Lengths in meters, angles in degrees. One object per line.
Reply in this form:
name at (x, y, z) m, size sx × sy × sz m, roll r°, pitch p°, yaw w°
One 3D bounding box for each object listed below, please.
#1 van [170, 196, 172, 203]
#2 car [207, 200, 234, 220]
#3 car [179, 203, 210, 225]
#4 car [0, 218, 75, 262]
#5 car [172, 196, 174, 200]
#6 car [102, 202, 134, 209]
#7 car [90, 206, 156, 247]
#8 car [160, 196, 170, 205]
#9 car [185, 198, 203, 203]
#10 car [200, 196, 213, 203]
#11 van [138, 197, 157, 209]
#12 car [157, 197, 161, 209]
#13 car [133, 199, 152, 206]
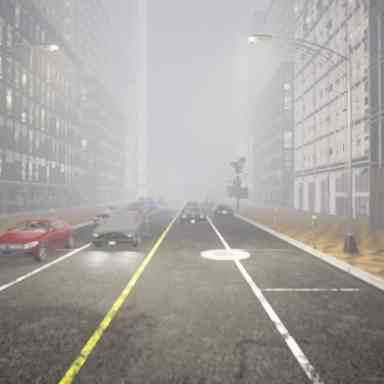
van at (-5.774, 1.628, 69.283) m, size 1.690 × 1.788 × 3.998 m, roll 0°, pitch 0°, yaw 0°
car at (2.656, 1.695, 29.434) m, size 1.947 × 1.339 × 4.313 m, roll 0°, pitch 0°, yaw 0°
car at (0.069, 1.710, 24.763) m, size 1.895 × 1.301 × 4.718 m, roll 0°, pitch 0°, yaw 0°
car at (-5.702, 1.638, 12.358) m, size 1.802 × 1.307 × 4.206 m, roll 0°, pitch 0°, yaw 0°
car at (-5.782, 1.874, 74.974) m, size 1.947 × 1.339 × 4.313 m, roll 0°, pitch 0°, yaw 0°
car at (-5.717, 1.656, 23.744) m, size 2.008 × 1.369 × 4.403 m, roll 0°, pitch 0°, yaw 0°
car at (-3.118, 1.618, 15.639) m, size 2.033 × 1.411 × 5.357 m, roll 0°, pitch 0°, yaw 0°
car at (-5.767, 1.706, 63.589) m, size 1.967 × 1.590 × 4.097 m, roll 0°, pitch 0°, yaw 0°
car at (0.048, 1.743, 41.653) m, size 1.994 × 1.385 × 4.181 m, roll 0°, pitch 0°, yaw 0°
car at (2.628, 1.662, 52.202) m, size 1.967 × 1.590 × 4.097 m, roll 0°, pitch 0°, yaw 0°
van at (-5.738, 1.518, 40.822) m, size 1.690 × 1.788 × 3.998 m, roll 0°, pitch 0°, yaw 0°
car at (-5.746, 1.781, 46.513) m, size 1.802 × 1.307 × 4.206 m, roll 0°, pitch 0°, yaw 0°
car at (-5.731, 1.698, 35.129) m, size 1.887 × 1.381 × 4.507 m, roll 0°, pitch 0°, yaw 0°
